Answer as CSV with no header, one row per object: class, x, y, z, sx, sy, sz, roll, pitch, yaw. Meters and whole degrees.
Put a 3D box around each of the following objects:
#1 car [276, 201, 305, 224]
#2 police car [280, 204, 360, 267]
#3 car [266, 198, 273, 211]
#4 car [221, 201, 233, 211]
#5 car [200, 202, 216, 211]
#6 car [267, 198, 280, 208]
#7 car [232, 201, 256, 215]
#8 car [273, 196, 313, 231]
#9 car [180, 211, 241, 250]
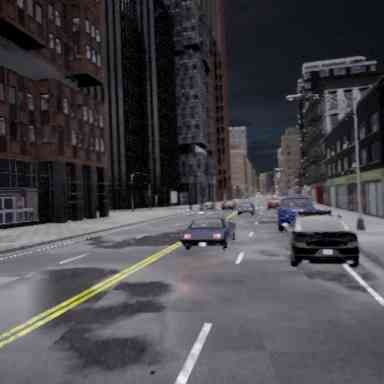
car,7.881,1.577,26.974,1.882,1.535,5.008,-2,-1,13
police car,4.248,1.431,11.506,1.930,1.638,5.238,-2,-1,13
car,11.421,1.737,46.288,1.882,1.535,5.008,-2,-1,13
car,5.486,2.025,49.641,1.882,1.535,5.008,-3,-1,14
car,2.432,2.214,50.819,1.812,1.442,4.674,-3,-1,14
car,13.574,1.825,55.479,1.837,1.490,4.892,-2,-1,13
car,6.232,1.882,37.964,2.033,1.411,5.357,-2,-1,13
car,6.507,1.289,21.165,2.150,2.045,5.566,-2,-1,13
car,0.927,1.798,15.363,1.895,1.301,4.718,-2,-1,13
